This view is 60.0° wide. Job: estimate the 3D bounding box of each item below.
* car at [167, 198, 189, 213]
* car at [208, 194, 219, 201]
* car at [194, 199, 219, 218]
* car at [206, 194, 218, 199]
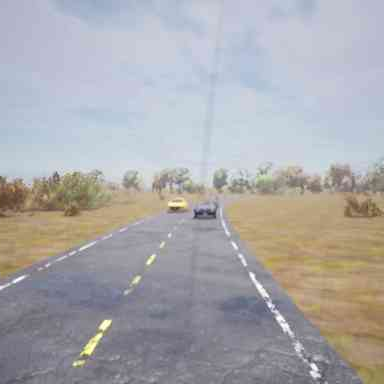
[{"bbox_3d":[-1.487,1.375,35.646,1.882,1.535,5.008,0,0,5],"label":"car"},{"bbox_3d":[5.310,1.298,83.141,2.128,1.511,4.902,0,0,11],"label":"car"},{"bbox_3d":[1.209,1.520,29.248,1.895,1.301,4.718,0,0,4],"label":"car"},{"bbox_3d":[2.593,1.425,44.746,2.033,1.411,5.357,0,0,6],"label":"car"}]
